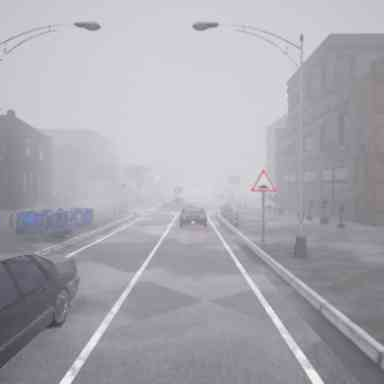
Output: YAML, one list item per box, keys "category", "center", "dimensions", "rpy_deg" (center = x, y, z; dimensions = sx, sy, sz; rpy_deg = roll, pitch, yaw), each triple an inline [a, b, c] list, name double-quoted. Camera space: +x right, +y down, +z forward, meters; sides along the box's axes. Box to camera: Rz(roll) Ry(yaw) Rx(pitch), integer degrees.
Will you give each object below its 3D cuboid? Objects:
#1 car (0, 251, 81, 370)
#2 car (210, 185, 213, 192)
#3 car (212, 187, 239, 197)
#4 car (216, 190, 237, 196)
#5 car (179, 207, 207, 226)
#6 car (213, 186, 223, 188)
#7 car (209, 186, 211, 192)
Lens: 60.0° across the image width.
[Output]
- category: "car"
  center: [-3.098, 1.570, 4.324]
  dimensions: [2.033, 1.411, 5.357]
  rpy_deg: [0, 0, 0]
- category: "car"
  center: [8.120, -0.245, 84.046]
  dimensions: [5.566, 2.045, 2.435]
  rpy_deg: [0, 2, -1]
- category: "car"
  center: [8.003, 0.339, 75.792]
  dimensions: [5.366, 1.575, 1.946]
  rpy_deg: [0, 2, -1]
- category: "car"
  center: [8.160, 0.266, 78.551]
  dimensions: [4.674, 1.452, 2.002]
  rpy_deg: [0, 2, -1]
- category: "car"
  center: [0.095, 1.701, 24.218]
  dimensions: [1.895, 1.301, 4.718]
  rpy_deg: [0, 0, 0]
- category: "car"
  center: [8.092, -0.011, 81.297]
  dimensions: [4.553, 1.767, 2.185]
  rpy_deg: [0, 2, -1]
- category: "car"
  center: [7.999, -0.297, 92.317]
  dimensions: [4.892, 1.521, 2.231]
  rpy_deg: [0, 2, -1]
